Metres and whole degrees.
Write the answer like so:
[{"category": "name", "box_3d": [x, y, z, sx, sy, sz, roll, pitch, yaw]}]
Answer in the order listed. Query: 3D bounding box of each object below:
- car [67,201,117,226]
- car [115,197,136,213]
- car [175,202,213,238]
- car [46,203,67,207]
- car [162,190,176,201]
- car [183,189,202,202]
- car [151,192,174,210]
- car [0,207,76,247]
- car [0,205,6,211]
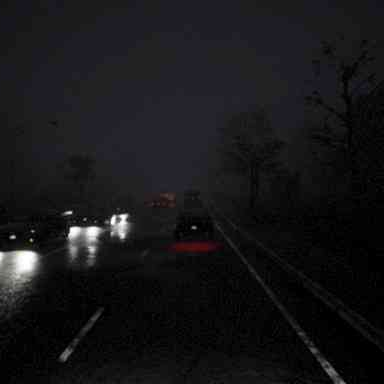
[{"category": "car", "box_3d": [-7.093, 1.619, 24.053, 1.994, 1.385, 4.181, 0, 0, 0]}, {"category": "car", "box_3d": [-7.055, 1.265, 34.374, 2.128, 1.511, 4.902, 0, 3, 0]}, {"category": "car", "box_3d": [0.096, 1.532, 18.062, 1.882, 1.535, 5.008, 0, 0, 0]}, {"category": "car", "box_3d": [-10.593, 1.599, 25.943, 1.994, 1.385, 4.181, 0, 1, 0]}, {"category": "car", "box_3d": [-3.503, 0.457, 48.118, 2.097, 1.767, 4.553, 0, 3, 0]}, {"category": "car", "box_3d": [0.097, 0.678, 40.953, 2.150, 2.045, 5.566, 0, 3, 0]}, {"category": "car", "box_3d": [-3.506, 1.181, 37.276, 2.033, 1.411, 5.357, 0, 3, 0]}, {"category": "car", "box_3d": [-7.110, 1.610, 15.162, 1.994, 1.385, 4.181, 0, 0, -1]}, {"category": "car", "box_3d": [-10.600, 1.400, 15.992, 2.097, 1.767, 4.553, 0, 0, 0]}]
